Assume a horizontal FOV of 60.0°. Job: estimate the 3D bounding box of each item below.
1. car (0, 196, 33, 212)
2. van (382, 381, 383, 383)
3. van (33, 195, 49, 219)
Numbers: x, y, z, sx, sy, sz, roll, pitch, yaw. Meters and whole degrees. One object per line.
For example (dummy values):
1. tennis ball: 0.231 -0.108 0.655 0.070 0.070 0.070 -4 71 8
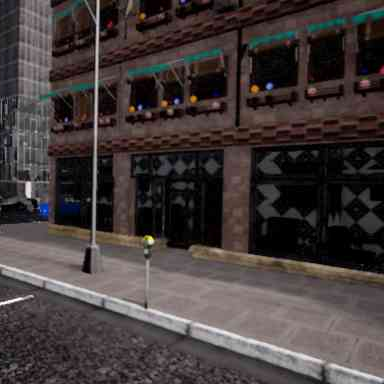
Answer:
1. car: -15.737 1.026 28.985 1.947 1.339 4.313 2 1 36
2. van: 2.719 1.368 0.905 3.998 1.788 1.690 1 1 36
3. van: -8.926 1.051 24.095 1.690 1.788 3.998 2 1 36
